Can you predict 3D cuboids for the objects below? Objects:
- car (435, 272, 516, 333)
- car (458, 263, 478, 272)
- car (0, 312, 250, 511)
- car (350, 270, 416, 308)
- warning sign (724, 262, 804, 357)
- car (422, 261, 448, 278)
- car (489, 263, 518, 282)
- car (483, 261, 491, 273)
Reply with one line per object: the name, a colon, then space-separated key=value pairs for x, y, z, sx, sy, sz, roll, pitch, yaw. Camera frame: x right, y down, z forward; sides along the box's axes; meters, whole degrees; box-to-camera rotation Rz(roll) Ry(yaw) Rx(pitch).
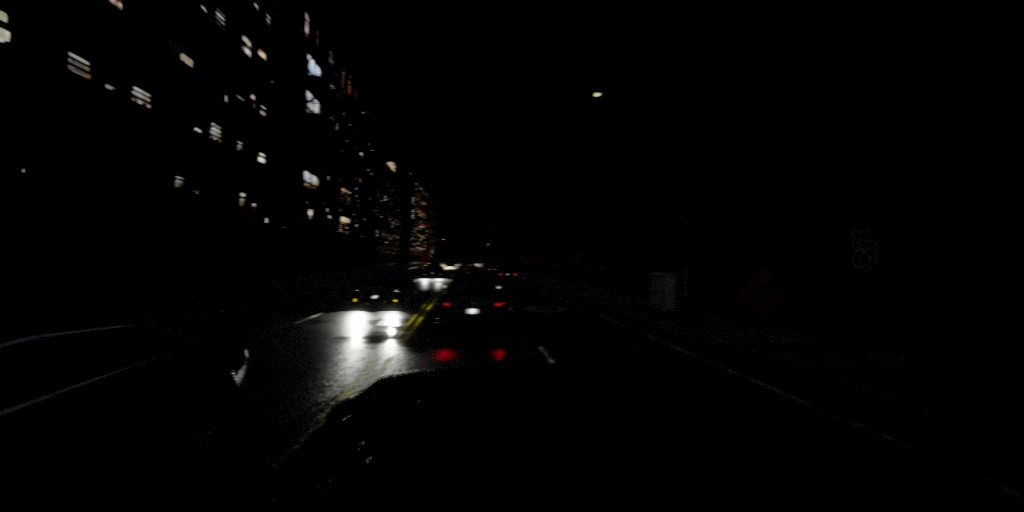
car: x=-1.239 y=1.372 z=11.003 sx=1.994 sy=1.385 sz=4.181 roll=2 pitch=-1 yaw=-7
car: x=-4.493 y=1.443 z=36.601 sx=1.882 sy=1.535 sz=5.008 roll=2 pitch=0 yaw=-7
car: x=-3.556 y=1.153 z=1.883 sx=2.128 sy=1.511 sz=4.902 roll=2 pitch=-1 yaw=-7
car: x=-5.217 y=1.307 z=15.013 sx=1.994 sy=1.385 sz=4.181 roll=2 pitch=0 yaw=-7
warning sign: x=5.237 y=1.056 z=7.538 sx=1.300 sy=1.860 sz=1.060 roll=0 pitch=0 yaw=-7
car: x=-7.747 y=1.442 z=35.770 sx=1.994 sy=1.385 sz=4.181 roll=2 pitch=-1 yaw=-7
car: x=-0.656 y=1.568 z=31.916 sx=2.033 sy=1.411 sz=5.357 roll=2 pitch=-1 yaw=-7
car: x=-2.293 y=1.645 z=44.726 sx=2.033 sy=1.411 sz=5.357 roll=2 pitch=-1 yaw=-7
